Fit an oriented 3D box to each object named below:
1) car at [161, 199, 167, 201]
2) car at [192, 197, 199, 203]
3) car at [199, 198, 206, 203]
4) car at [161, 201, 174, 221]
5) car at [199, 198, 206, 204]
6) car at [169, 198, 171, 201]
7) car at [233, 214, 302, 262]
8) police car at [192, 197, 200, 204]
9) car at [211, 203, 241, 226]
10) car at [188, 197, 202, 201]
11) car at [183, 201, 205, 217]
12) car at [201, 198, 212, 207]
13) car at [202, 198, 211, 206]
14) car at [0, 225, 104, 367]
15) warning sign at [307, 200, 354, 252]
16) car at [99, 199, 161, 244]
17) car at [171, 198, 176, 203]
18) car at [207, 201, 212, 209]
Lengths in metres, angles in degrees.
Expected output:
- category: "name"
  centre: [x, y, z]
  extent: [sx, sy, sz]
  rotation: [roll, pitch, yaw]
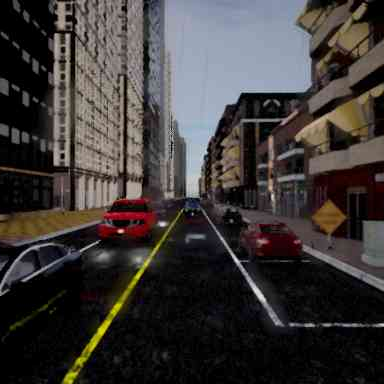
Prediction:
- category: "car"
  centre: [-5.606, 2.002, 53.391]
  extent: [2.008, 1.369, 4.403]
  rotation: [0, -1, 0]
- category: "car"
  centre: [0.932, 2.288, 92.335]
  extent: [1.882, 1.535, 5.008]
  rotation: [0, -1, 0]
- category: "car"
  centre: [2.837, 2.382, 92.916]
  extent: [1.947, 1.339, 4.313]
  rotation: [0, -1, 0]
- category: "car"
  centre: [-3.028, 1.797, 30.140]
  extent: [2.033, 1.411, 5.357]
  rotation: [0, 0, 0]
- category: "car"
  centre: [2.828, 2.290, 87.437]
  extent: [1.752, 1.417, 4.829]
  rotation: [0, -1, 0]
- category: "car"
  centre: [-5.588, 2.098, 64.688]
  extent: [1.887, 1.381, 4.507]
  rotation: [0, -1, 0]
- category: "car"
  centre: [2.760, 1.683, 12.219]
  extent: [1.802, 1.307, 4.206]
  rotation: [0, 0, 0]
- category: "police car"
  centre: [1.029, 2.143, 82.444]
  extent: [1.930, 1.638, 5.238]
  rotation: [0, -1, 0]
- category: "car"
  centre: [2.730, 1.761, 25.136]
  extent: [2.008, 1.369, 4.403]
  rotation: [0, 0, 0]
- category: "car"
  centre: [0.103, 1.882, 47.801]
  extent: [1.882, 1.535, 5.008]
  rotation: [0, 0, 1]
- category: "car"
  centre: [0.056, 1.894, 34.979]
  extent: [1.895, 1.301, 4.718]
  rotation: [0, 0, 0]
- category: "car"
  centre: [2.792, 1.997, 64.676]
  extent: [1.967, 1.590, 4.097]
  rotation: [0, -1, 0]
- category: "car"
  centre: [2.783, 2.088, 59.026]
  extent: [1.802, 1.307, 4.206]
  rotation: [0, -1, 0]
- category: "car"
  centre: [-3.092, 1.529, 4.948]
  extent: [2.128, 1.511, 4.902]
  rotation: [0, 0, 0]
- category: "warning sign"
  centre: [5.084, 1.218, 12.334]
  extent: [1.300, 1.860, 1.060]
  rotation: [0, -1, 0]
- category: "car"
  centre: [-3.070, 1.363, 17.049]
  extent: [2.150, 2.045, 5.566]
  rotation: [0, -1, 0]
- category: "car"
  centre: [-5.545, 2.378, 92.929]
  extent: [1.947, 1.339, 4.313]
  rotation: [0, -1, 0]
- category: "car"
  centre: [2.739, 1.809, 30.784]
  extent: [2.008, 1.369, 4.403]
  rotation: [0, 0, 0]
